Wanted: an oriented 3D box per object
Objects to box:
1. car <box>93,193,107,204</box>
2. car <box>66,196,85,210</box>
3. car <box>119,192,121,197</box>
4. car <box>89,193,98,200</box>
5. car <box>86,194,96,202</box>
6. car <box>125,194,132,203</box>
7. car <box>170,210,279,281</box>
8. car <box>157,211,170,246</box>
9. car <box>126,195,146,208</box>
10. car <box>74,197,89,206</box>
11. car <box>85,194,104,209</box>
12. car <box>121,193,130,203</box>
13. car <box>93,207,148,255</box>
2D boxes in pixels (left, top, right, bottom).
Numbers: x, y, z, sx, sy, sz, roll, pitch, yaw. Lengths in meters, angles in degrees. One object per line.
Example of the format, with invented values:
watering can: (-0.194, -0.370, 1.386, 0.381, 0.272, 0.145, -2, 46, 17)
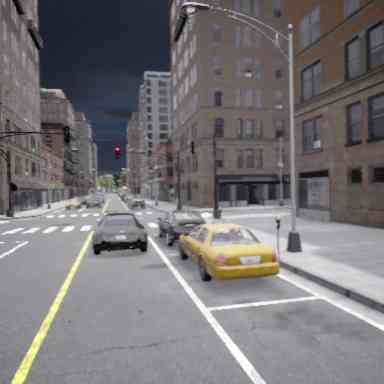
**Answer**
car: (-17.001, 1.454, 61.101, 1.994, 1.385, 4.181, -1, 0, -13)
car: (-15.723, 1.520, 44.257, 1.752, 1.417, 4.829, -1, 0, -13)
car: (-14.485, 1.053, 73.914, 2.192, 1.841, 5.009, -1, 0, -13)
car: (-26.208, 1.183, 88.655, 2.192, 1.841, 5.009, -1, 0, -13)
car: (-23.595, 1.340, 77.597, 1.967, 1.590, 4.097, -1, 0, -13)
car: (-7.952, 1.398, 46.267, 1.802, 1.307, 4.206, -1, 0, -13)
car: (0.736, 1.437, 9.486, 1.752, 1.417, 4.829, -1, 0, -13)
car: (-0.471, 1.450, 14.581, 2.008, 1.369, 4.403, -1, 0, -13)
car: (-6.648, 1.382, 40.737, 2.008, 1.369, 4.403, -1, 0, -13)
car: (-18.371, 1.529, 55.481, 1.947, 1.339, 4.313, -1, 0, -13)
car: (-13.346, 1.441, 45.352, 1.837, 1.490, 4.892, -1, 0, -13)
car: (-11.871, 1.210, 62.855, 1.967, 1.590, 4.097, -1, 0, -13)
car: (-2.898, 1.523, 13.387, 1.994, 1.385, 4.181, -1, 0, -13)
